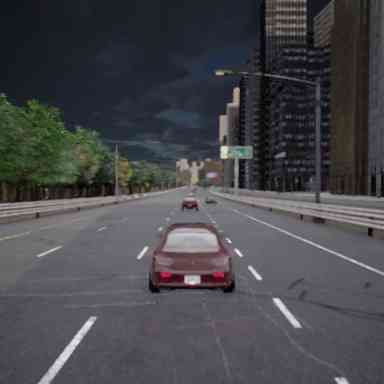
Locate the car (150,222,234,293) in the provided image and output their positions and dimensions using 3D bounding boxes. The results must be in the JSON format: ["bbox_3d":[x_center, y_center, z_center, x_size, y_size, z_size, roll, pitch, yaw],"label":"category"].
[{"bbox_3d":[-0.009,1.508,8.676,1.812,1.442,4.674,0,0,0],"label":"car"}]

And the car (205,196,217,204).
[{"bbox_3d":[3.268,1.377,58.152,2.033,1.411,5.357,0,0,0],"label":"car"}]

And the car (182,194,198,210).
[{"bbox_3d":[-0.261,1.373,41.072,1.882,1.535,5.008,0,0,0],"label":"car"}]

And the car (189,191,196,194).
[{"bbox_3d":[-0.335,1.214,76.230,1.837,1.490,4.892,0,0,0],"label":"car"}]
